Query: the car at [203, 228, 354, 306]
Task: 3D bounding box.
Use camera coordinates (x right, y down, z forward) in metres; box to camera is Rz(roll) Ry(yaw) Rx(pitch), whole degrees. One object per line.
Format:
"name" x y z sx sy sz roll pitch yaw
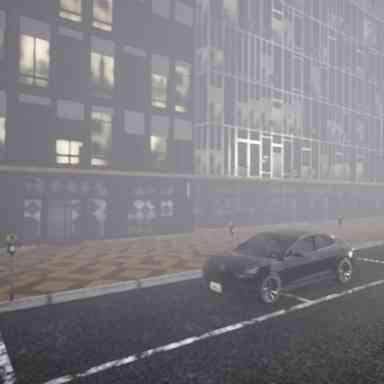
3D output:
"car" 2.270 1.610 8.179 4.313 1.339 1.947 0 0 -36
